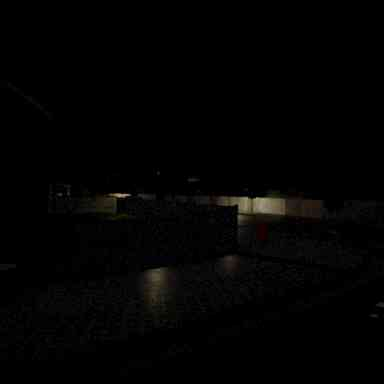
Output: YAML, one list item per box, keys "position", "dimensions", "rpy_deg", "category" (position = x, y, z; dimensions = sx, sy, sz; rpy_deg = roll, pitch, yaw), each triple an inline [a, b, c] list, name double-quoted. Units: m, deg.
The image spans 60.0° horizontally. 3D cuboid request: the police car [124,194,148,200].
- position: [-8.055, 1.134, 46.937]
  dimensions: [1.930, 1.638, 5.238]
  rpy_deg: [1, 0, -42]
  category: "police car"
